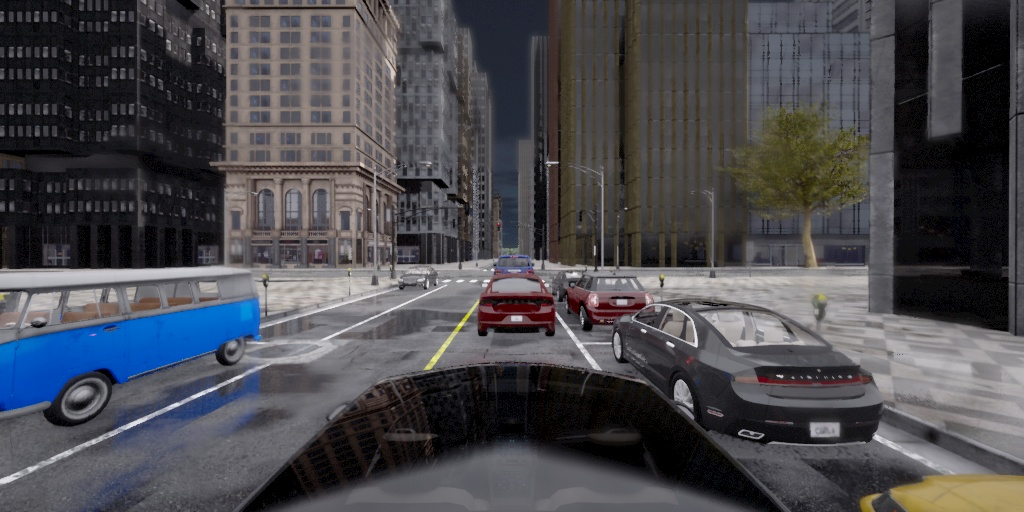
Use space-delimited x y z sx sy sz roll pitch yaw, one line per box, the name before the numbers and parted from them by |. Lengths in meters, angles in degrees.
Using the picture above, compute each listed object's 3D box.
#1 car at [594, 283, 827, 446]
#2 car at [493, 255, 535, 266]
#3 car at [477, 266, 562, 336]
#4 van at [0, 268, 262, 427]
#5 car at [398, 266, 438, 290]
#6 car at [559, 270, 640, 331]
car | 2.770 1.300 5.347 2.007 1.370 4.403 0 0 0
car | 0.110 0.967 20.259 2.150 2.045 5.566 0 0 0
car | 0.109 1.226 10.375 1.882 1.535 5.008 0 0 0
van | -5.755 1.090 5.362 1.690 1.789 3.998 0 0 0
car | -5.724 1.295 22.285 2.007 1.370 4.403 0 0 0
car | 2.781 1.188 10.989 1.967 1.591 4.097 0 0 0
